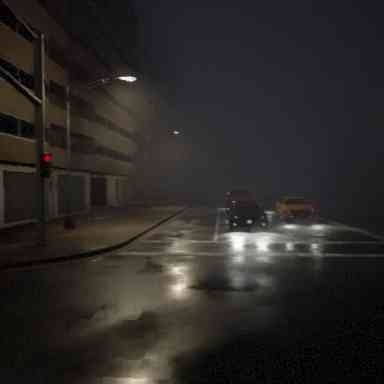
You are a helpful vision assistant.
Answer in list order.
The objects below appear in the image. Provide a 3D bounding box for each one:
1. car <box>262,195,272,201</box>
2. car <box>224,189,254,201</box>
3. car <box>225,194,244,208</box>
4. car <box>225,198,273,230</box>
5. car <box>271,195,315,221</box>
[{"bbox_3d":[7.920,0.991,33.274,2.033,1.411,5.357,0,1,6],"label":"car"},{"bbox_3d":[3.868,0.783,27.795,2.150,2.045,5.566,-1,1,5],"label":"car"},{"bbox_3d":[4.811,0.975,37.768,1.994,1.385,4.181,-1,1,5],"label":"car"},{"bbox_3d":[3.029,1.266,18.483,1.994,1.385,4.181,-1,1,5],"label":"car"},{"bbox_3d":[6.952,1.078,22.842,1.882,1.535,5.008,-1,1,5],"label":"car"}]
